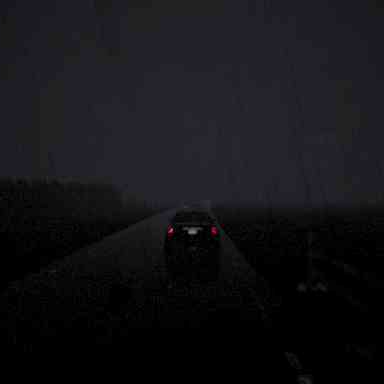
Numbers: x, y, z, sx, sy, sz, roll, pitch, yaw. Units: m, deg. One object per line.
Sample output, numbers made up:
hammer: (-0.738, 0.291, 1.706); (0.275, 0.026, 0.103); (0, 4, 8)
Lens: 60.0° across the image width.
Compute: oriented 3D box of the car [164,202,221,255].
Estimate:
car: (0.033, 1.488, 14.065); (2.097, 1.767, 4.553); (0, -1, 0)

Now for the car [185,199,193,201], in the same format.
car: (-0.674, 2.221, 71.840); (2.128, 1.511, 4.902); (0, -1, 4)
